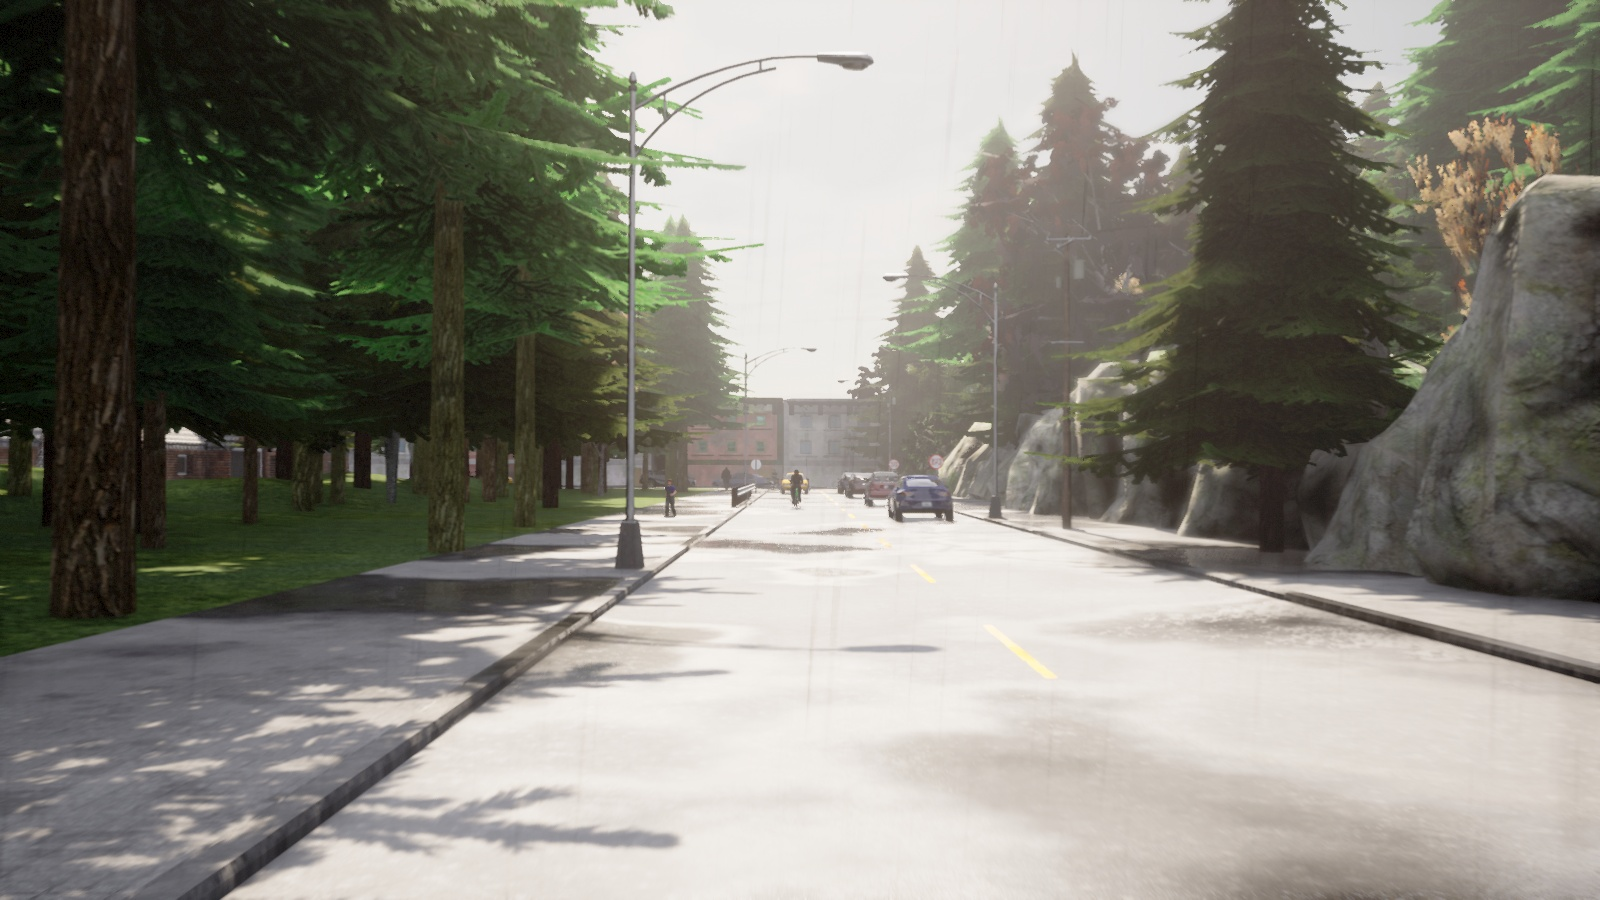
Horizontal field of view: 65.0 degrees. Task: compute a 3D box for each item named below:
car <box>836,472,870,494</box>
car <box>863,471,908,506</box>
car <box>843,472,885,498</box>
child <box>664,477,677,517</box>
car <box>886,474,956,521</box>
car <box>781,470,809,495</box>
[{"bbox_3d":[3.657,2.261,87.296,2.163,1.488,4.792,0,-1,0],"label":"car"},{"bbox_3d":[3.853,1.739,57.380,1.789,1.549,3.705,0,-1,0],"label":"car"},{"bbox_3d":[3.744,2.041,74.168,2.163,1.488,4.792,0,-1,0],"label":"car"},{"bbox_3d":[-4.081,1.484,39.652,0.270,1.263,0.437,0,-1,14],"label":"child"},{"bbox_3d":[3.903,1.514,41.145,1.812,1.442,4.674,0,-1,0],"label":"car"},{"bbox_3d":[-0.329,2.181,85.187,1.801,1.575,5.366,0,-1,0],"label":"car"}]
